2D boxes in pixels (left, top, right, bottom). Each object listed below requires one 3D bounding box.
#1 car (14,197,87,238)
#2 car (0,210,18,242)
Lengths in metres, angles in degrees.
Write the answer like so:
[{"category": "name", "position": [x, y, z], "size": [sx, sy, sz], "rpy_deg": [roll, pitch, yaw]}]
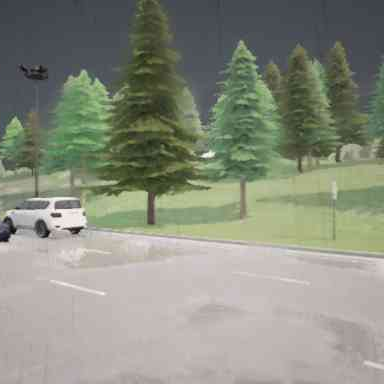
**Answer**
[{"category": "car", "position": [-8.212, 1.327, 18.446], "size": [5.566, 2.045, 2.150], "rpy_deg": [0, 0, 35]}, {"category": "car", "position": [-10.419, 1.671, 15.721], "size": [4.181, 1.385, 1.994], "rpy_deg": [0, 0, 35]}]
